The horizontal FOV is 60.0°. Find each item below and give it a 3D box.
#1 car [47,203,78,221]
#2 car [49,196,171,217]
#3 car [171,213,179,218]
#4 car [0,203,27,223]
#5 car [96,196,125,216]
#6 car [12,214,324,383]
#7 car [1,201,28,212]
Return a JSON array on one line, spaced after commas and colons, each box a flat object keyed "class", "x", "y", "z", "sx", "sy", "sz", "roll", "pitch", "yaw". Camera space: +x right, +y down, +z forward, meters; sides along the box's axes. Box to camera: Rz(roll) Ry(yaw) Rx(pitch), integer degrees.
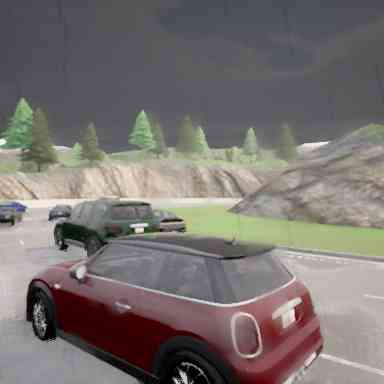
[{"class": "car", "x": -11.734, "y": 1.792, "z": 30.425, "sx": 1.994, "sy": 1.385, "sz": 4.181, "roll": 0, "pitch": -1, "yaw": -13}, {"class": "car", "x": -3.390, "y": 1.324, "z": 12.653, "sx": 2.150, "sy": 2.045, "sz": 5.566, "roll": 0, "pitch": 0, "yaw": -40}, {"class": "car", "x": -2.213, "y": 1.636, "z": 16.954, "sx": 2.128, "sy": 1.511, "sz": 4.902, "roll": 0, "pitch": -1, "yaw": -37}, {"class": "car", "x": -13.881, "y": 1.770, "z": 24.748, "sx": 1.895, "sy": 1.301, "sz": 4.718, "roll": 0, "pitch": -1, "yaw": -19}, {"class": "car", "x": -9.249, "y": 1.529, "z": 38.395, "sx": 2.150, "sy": 2.045, "sz": 5.566, "roll": 0, "pitch": 0, "yaw": -1}, {"class": "car", "x": -0.582, "y": 1.397, "z": 4.969, "sx": 4.553, "sy": 1.767, "sz": 2.097, "roll": 0, "pitch": -1, "yaw": 40}, {"class": "car", "x": -19.766, "y": 1.728, "z": 36.384, "sx": 1.882, "sy": 1.535, "sz": 5.008, "roll": 0, "pitch": 0, "yaw": -4}]
